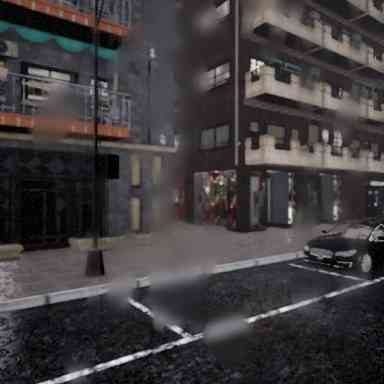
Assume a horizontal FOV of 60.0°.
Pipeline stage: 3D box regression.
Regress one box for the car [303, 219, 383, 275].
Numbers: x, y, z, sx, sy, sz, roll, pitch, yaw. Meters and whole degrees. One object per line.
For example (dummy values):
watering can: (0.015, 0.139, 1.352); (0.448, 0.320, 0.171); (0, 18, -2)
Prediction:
car: (5.270, 1.549, 10.316); (4.403, 1.369, 2.008); (0, 0, -36)
